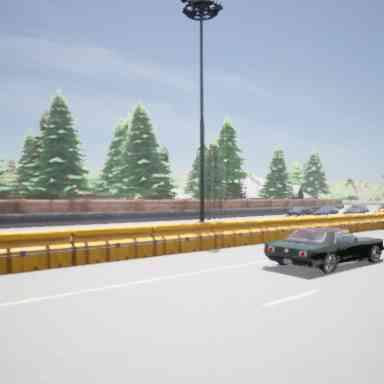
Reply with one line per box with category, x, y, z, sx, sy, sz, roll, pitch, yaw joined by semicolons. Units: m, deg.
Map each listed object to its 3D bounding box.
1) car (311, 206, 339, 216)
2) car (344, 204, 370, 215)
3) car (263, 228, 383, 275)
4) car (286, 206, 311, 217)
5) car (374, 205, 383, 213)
car;18.642;2.665;45.658;4.674;1.442;1.812;1;-2;-45
car;21.809;2.431;43.897;4.553;1.767;2.097;1;-2;-45
car;4.761;1.896;11.614;4.718;1.301;1.895;1;-2;-36
car;15.574;2.749;47.509;5.357;1.411;2.033;1;-2;-44
car;24.569;2.360;41.710;4.553;1.767;2.097;1;-2;-45
